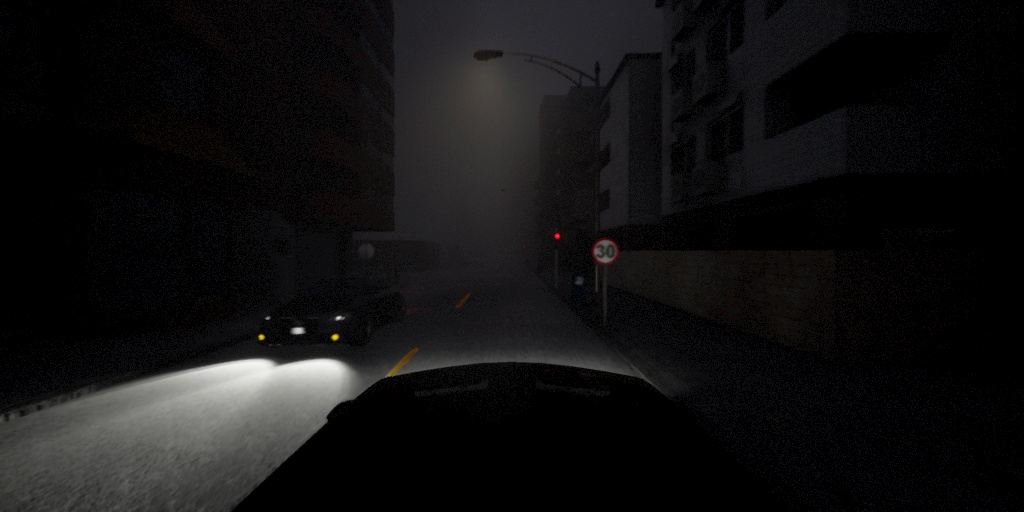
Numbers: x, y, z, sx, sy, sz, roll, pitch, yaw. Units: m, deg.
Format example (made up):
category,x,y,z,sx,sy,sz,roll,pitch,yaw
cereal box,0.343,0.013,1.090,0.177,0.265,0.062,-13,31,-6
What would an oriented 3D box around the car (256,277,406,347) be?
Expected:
category,x,y,z,sx,sy,sz,roll,pitch,yaw
car,-4.088,1.218,8.838,1.994,1.385,4.181,0,1,0
